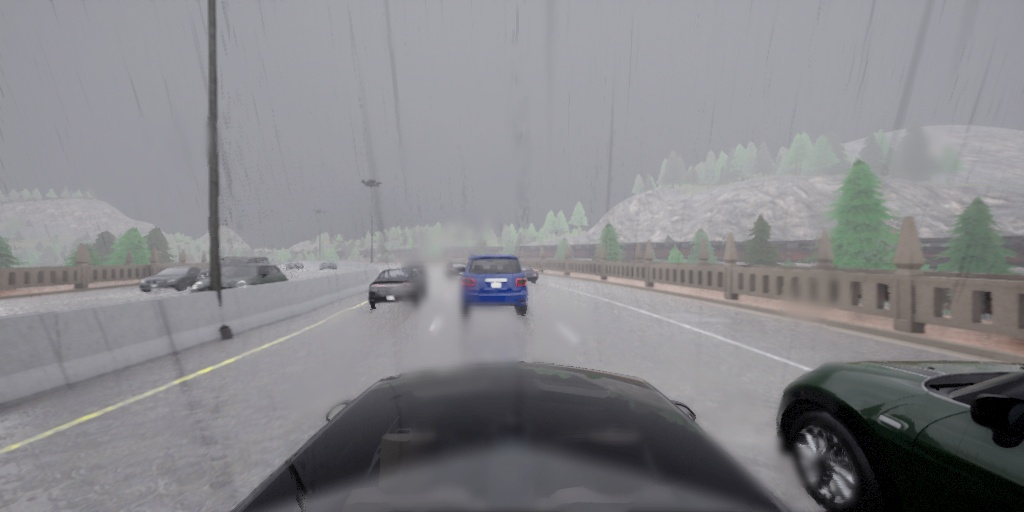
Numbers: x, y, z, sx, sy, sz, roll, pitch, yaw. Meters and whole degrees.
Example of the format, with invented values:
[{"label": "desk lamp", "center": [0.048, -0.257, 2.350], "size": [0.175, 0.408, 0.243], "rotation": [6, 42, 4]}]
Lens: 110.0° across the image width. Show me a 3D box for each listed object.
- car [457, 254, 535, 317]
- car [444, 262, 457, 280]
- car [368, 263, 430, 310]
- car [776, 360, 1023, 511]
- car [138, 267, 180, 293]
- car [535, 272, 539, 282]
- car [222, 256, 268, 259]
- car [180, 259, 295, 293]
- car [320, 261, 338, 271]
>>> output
[{"label": "car", "center": [-0.784, 0.961, 13.326], "size": [2.150, 2.045, 5.566], "rotation": [0, 0, -7]}, {"label": "car", "center": [-4.746, 1.264, 31.347], "size": [1.812, 1.442, 4.674], "rotation": [0, 0, -17]}, {"label": "car", "center": [-4.576, 1.249, 14.938], "size": [2.128, 1.511, 4.902], "rotation": [0, 0, -8]}, {"label": "car", "center": [3.427, 1.089, 1.362], "size": [2.097, 1.767, 4.553], "rotation": [0, 0, 0]}, {"label": "car", "center": [-20.424, 1.378, 22.093], "size": [1.812, 1.442, 4.674], "rotation": [0, 0, -15]}, {"label": "car", "center": [0.374, 1.314, 26.204], "size": [1.895, 1.301, 4.718], "rotation": [0, 0, -14]}, {"label": "car", "center": [-16.815, 1.048, 22.192], "size": [2.150, 2.045, 5.566], "rotation": [0, 0, -15]}, {"label": "car", "center": [-12.056, 1.150, 16.222], "size": [2.097, 1.767, 4.553], "rotation": [0, 0, -10]}, {"label": "car", "center": [-27.562, 1.459, 53.900], "size": [1.994, 1.385, 4.181], "rotation": [-1, 0, -35]}]
